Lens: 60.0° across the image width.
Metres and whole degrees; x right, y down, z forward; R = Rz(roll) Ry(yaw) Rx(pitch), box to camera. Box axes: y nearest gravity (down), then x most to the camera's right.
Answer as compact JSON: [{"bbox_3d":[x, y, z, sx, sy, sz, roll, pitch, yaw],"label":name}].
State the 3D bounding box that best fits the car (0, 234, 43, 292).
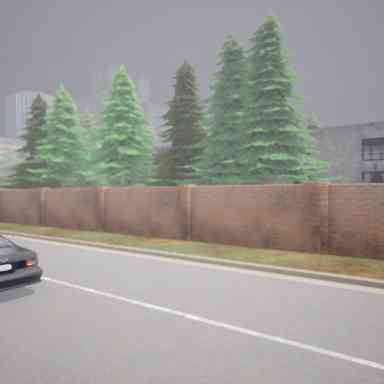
[{"bbox_3d":[-5.833,1.585,8.151,5.357,1.411,2.033,0,0,35],"label":"car"}]
